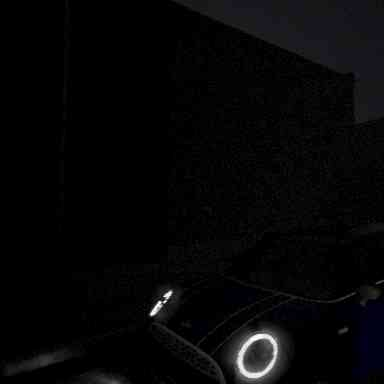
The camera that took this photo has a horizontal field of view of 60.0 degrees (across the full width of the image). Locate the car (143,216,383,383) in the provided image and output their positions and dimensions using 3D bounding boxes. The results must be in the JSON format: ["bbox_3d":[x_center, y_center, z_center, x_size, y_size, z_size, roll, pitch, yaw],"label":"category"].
[{"bbox_3d":[1.618,1.307,4.510,4.553,1.767,2.097,-2,2,-35],"label":"car"}]
